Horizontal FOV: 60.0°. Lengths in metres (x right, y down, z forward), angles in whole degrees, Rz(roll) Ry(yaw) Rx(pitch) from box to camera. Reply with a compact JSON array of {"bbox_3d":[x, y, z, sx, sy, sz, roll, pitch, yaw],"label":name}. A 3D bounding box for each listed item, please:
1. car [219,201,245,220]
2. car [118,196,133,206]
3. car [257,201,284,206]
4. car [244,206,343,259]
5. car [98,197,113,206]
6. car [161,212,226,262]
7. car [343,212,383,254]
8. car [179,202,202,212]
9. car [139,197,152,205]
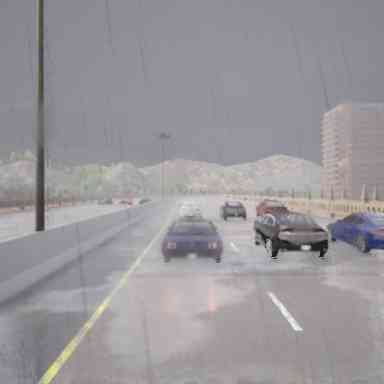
[{"bbox_3d":[3.362,1.525,27.798,2.128,1.511,4.902,0,0,-1],"label":"car"},{"bbox_3d":[-11.606,1.421,58.289,2.097,1.767,4.553,0,0,-1],"label":"car"},{"bbox_3d":[6.842,1.512,29.059,1.882,1.535,5.008,0,0,-1],"label":"car"},{"bbox_3d":[3.532,1.507,12.678,2.128,1.511,4.902,0,0,0],"label":"car"},{"bbox_3d":[-15.100,1.559,58.143,2.128,1.511,4.902,0,0,-1],"label":"car"},{"bbox_3d":[0.026,1.615,12.065,1.895,1.301,4.718,0,0,0],"label":"car"},{"bbox_3d":[7.037,1.542,13.366,1.812,1.442,4.674,0,0,0],"label":"car"},{"bbox_3d":[-0.147,1.559,28.397,1.812,1.442,4.674,0,0,-1],"label":"car"},{"bbox_3d":[-8.107,1.632,58.397,1.994,1.385,4.181,0,0,-1],"label":"car"}]
